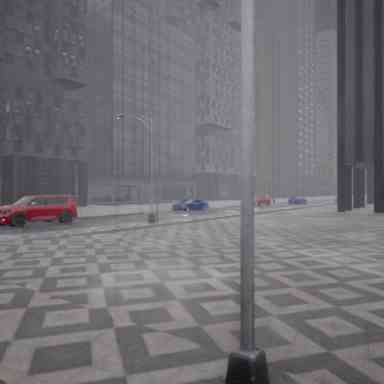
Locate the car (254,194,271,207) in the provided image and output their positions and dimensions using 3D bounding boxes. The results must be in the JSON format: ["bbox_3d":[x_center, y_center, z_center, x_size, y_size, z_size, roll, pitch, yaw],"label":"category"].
[{"bbox_3d":[9.976,1.261,49.955,2.150,2.045,5.566,0,0,36],"label":"car"}]

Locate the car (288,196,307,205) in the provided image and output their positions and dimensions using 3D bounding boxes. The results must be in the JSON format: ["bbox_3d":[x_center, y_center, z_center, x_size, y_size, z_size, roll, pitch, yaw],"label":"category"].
[{"bbox_3d":[17.594,1.413,55.117,1.882,1.535,5.008,0,0,36],"label":"car"}]

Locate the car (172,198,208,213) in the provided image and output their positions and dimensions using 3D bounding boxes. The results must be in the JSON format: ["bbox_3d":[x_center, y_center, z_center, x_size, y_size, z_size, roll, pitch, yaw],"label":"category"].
[{"bbox_3d":[-0.162,1.450,36.231,1.882,1.535,5.008,0,0,36],"label":"car"}]

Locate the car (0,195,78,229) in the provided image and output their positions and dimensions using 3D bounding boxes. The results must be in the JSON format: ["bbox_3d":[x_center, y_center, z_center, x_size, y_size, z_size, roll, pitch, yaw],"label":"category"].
[{"bbox_3d":[-10.388,1.217,22.277,2.150,2.045,5.566,0,0,36],"label":"car"}]
